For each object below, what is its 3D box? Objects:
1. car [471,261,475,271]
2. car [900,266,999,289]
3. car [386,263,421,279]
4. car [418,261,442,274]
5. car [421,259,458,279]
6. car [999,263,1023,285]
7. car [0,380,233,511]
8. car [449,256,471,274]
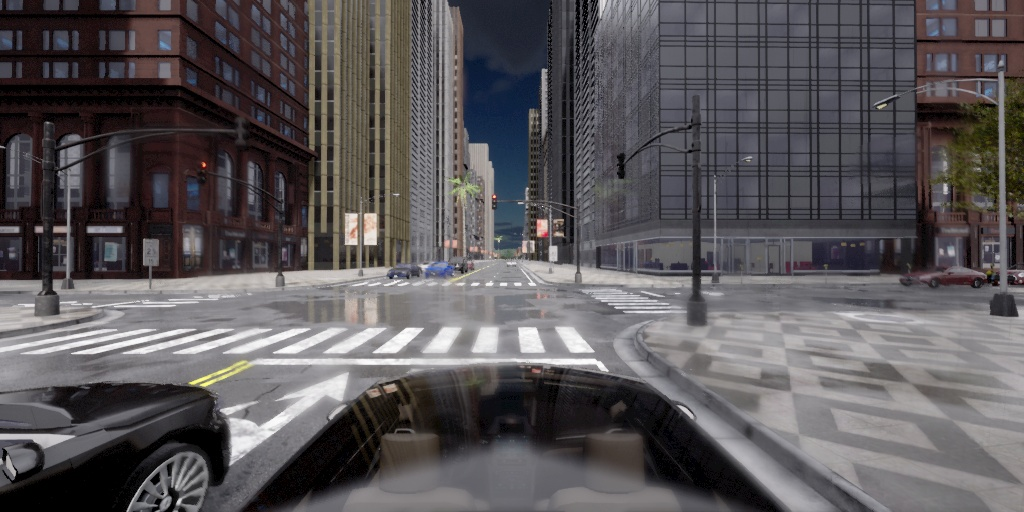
[{"bbox_3d":[-6.681,1.410,53.923,1.812,1.442,4.674,0,0,0],"label":"car"},{"bbox_3d":[26.426,1.275,21.987,4.207,1.307,1.802,0,0,-1],"label":"car"},{"bbox_3d":[-9.878,1.360,33.493,2.033,1.411,5.357,0,0,3],"label":"car"},{"bbox_3d":[-9.933,1.370,43.680,1.812,1.442,4.674,0,0,0],"label":"car"},{"bbox_3d":[-6.658,1.290,33.525,1.882,1.535,5.008,0,0,2],"label":"car"},{"bbox_3d":[32.064,1.117,22.086,4.097,1.591,1.967,0,0,-1],"label":"car"},{"bbox_3d":[-3.137,1.241,0.886,2.128,1.511,4.902,0,0,-1],"label":"car"},{"bbox_3d":[-6.678,1.066,43.633,2.150,2.045,5.566,0,0,0],"label":"car"}]
